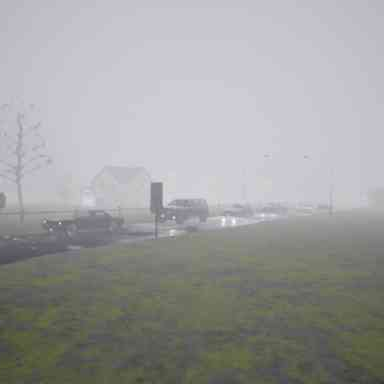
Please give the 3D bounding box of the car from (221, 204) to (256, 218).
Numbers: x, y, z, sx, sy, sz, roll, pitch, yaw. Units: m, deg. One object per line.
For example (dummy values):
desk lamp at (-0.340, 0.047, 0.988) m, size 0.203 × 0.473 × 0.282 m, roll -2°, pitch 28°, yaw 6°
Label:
car at (5.257, 2.010, 36.441) m, size 2.033 × 1.411 × 5.357 m, roll 1°, pitch 0°, yaw 35°

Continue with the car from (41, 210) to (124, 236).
car at (-6.398, 1.787, 19.918) m, size 1.895 × 1.301 × 4.718 m, roll 1°, pitch 0°, yaw 35°

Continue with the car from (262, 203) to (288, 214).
car at (11.183, 2.198, 44.784) m, size 1.895 × 1.301 × 4.718 m, roll 1°, pitch 0°, yaw 36°

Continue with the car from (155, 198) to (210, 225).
car at (-0.650, 1.546, 28.064) m, size 2.150 × 2.045 × 5.566 m, roll 1°, pitch 0°, yaw 35°

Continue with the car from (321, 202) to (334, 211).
car at (22.059, 2.382, 55.175) m, size 1.994 × 1.385 × 4.181 m, roll 1°, pitch 0°, yaw 35°

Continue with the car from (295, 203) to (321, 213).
car at (16.237, 2.290, 46.924) m, size 1.895 × 1.301 × 4.718 m, roll 1°, pitch 0°, yaw 35°
